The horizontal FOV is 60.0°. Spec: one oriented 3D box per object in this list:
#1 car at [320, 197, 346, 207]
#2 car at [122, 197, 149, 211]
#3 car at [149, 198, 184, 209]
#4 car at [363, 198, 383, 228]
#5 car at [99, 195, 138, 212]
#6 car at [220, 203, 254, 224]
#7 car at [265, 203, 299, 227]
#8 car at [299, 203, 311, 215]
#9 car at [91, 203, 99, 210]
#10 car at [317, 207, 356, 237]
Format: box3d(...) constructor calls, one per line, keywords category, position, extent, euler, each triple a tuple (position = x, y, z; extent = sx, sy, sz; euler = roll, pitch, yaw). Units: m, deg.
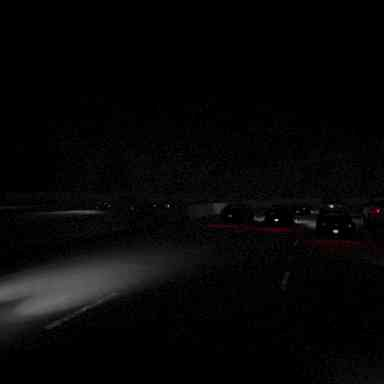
box3d(category="car", position=(14.554, 1.525, 34.417), extent=(2.150, 2.045, 5.566), euler=(0, 0, 25))
box3d(category="car", position=(-5.893, 1.669, 40.624), extent=(2.128, 1.511, 4.902), euler=(0, 0, 24))
box3d(category="car", position=(-2.682, 1.545, 39.229), extent=(2.097, 1.767, 4.553), euler=(0, 0, 24))
box3d(category="car", position=(13.836, 1.460, 24.069), extent=(2.150, 2.045, 5.566), euler=(0, 0, 22))
box3d(category="car", position=(-8.830, 1.391, 42.620), extent=(2.150, 2.045, 5.566), euler=(0, -1, 25))
box3d(category="car", position=(3.780, 1.655, 27.105), extent=(1.882, 1.535, 5.008), euler=(0, 0, 22))
box3d(category="car", position=(6.618, 1.689, 24.792), extent=(1.837, 1.490, 4.892), euler=(0, -1, 21))
box3d(category="car", position=(12.655, 1.910, 38.538), extent=(1.895, 1.301, 4.718), euler=(0, 0, 26))
box3d(category="car", position=(-11.448, 1.763, 45.324), extent=(1.895, 1.301, 4.718), euler=(0, 0, 25))
box3d(category="car", position=(8.288, 1.771, 19.421), extent=(1.895, 1.301, 4.718), euler=(0, 0, 20))
